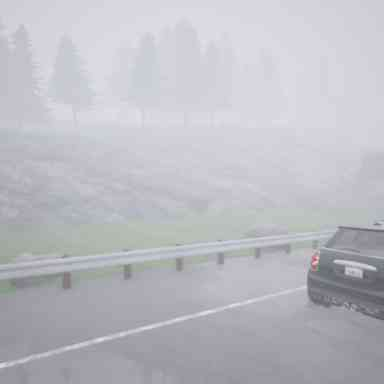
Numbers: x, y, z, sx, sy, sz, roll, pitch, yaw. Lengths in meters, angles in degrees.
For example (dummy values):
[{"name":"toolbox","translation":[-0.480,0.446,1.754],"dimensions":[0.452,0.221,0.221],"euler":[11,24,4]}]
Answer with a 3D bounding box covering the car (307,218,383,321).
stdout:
[{"name":"car","translation":[4.437,1.346,6.689],"dimensions":[4.553,1.767,2.097],"euler":[0,0,-34]}]
